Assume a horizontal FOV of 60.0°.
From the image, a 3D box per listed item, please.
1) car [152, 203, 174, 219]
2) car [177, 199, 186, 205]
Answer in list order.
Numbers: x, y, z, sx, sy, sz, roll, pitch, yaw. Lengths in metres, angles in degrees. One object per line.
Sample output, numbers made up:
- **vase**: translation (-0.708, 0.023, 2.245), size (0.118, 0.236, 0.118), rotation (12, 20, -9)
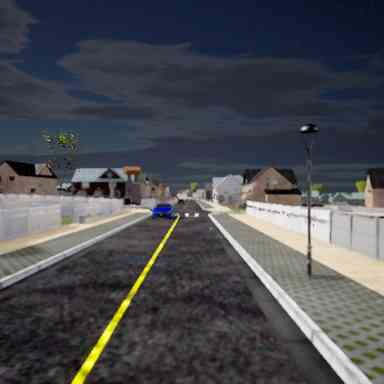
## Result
- **car**: translation (-2.778, 1.823, 32.811), size (1.882, 1.535, 5.008), rotation (0, -1, 1)
- **car**: translation (-2.756, 2.455, 84.859), size (1.837, 1.490, 4.892), rotation (0, -1, 0)
